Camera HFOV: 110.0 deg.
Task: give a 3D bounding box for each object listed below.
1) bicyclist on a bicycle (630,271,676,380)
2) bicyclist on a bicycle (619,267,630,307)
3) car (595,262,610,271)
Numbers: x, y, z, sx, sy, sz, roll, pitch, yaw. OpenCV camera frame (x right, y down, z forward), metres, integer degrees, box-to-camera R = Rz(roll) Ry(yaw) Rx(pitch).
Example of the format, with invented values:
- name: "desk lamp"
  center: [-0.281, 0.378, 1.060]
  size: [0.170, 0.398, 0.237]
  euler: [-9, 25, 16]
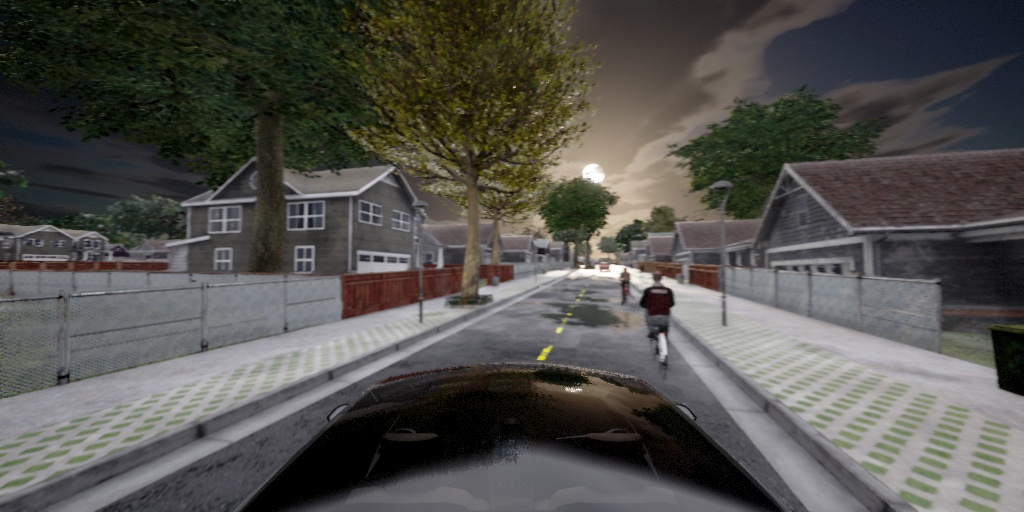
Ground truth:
- name: "bicyclist on a bicycle"
  center: [2.591, 1.149, 6.433]
  size: [0.659, 1.776, 1.843]
  euler: [-1, -1, 14]
- name: "bicyclist on a bicycle"
  center: [4.873, 1.316, 15.391]
  size: [0.582, 1.620, 1.656]
  euler: [-1, -1, 14]
- name: "car"
  center: [15.838, 1.834, 61.185]
  size: [2.128, 1.511, 4.902]
  euler: [-1, -1, 15]
